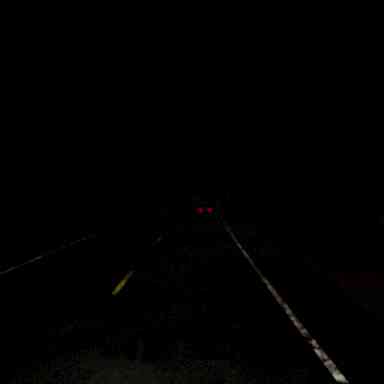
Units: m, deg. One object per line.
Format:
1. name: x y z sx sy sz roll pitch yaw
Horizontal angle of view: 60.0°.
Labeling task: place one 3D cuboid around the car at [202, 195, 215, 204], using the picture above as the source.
1. car: 2.896 1.241 58.719 2.033 1.411 5.357 0 0 6

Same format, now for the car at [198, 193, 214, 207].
1. car: 1.899 1.257 45.724 2.128 1.511 4.902 0 0 4

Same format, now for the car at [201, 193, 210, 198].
1. car: 3.964 1.002 95.272 2.128 1.511 4.902 0 0 9
